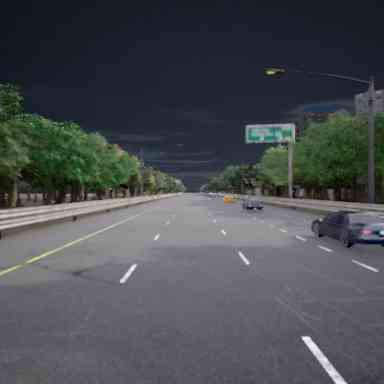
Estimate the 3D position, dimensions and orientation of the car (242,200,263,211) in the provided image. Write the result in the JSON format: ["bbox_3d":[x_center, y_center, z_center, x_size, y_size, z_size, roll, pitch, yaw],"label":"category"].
[{"bbox_3d":[7.078,1.571,39.434,1.895,1.301,4.718,0,0,0],"label":"car"}]

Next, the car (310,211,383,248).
[{"bbox_3d":[7.010,1.543,14.671,2.033,1.411,5.357,0,0,0],"label":"car"}]

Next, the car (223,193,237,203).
[{"bbox_3d":[7.170,1.416,65.976,1.882,1.535,5.008,0,0,0],"label":"car"}]
